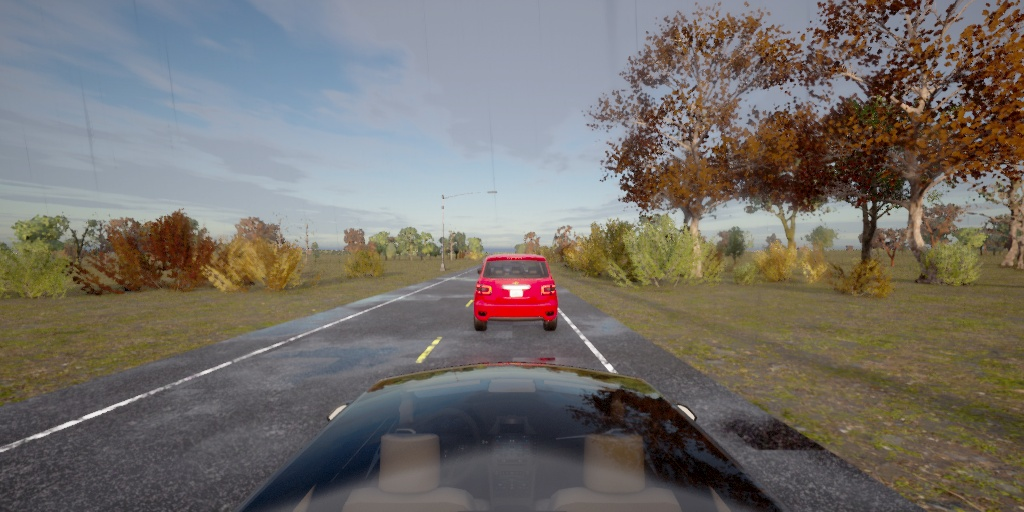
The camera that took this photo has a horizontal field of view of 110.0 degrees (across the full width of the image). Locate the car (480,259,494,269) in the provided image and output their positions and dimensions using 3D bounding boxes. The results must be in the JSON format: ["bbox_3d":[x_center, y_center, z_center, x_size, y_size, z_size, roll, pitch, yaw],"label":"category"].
[{"bbox_3d":[-3.970,1.193,58.042,1.882,1.535,5.008,0,0,-1],"label":"car"}]

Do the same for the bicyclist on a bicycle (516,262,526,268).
[{"bbox_3d":[0.850,1.101,30.253,0.659,1.776,1.843,0,0,0],"label":"bicyclist on a bicycle"}]

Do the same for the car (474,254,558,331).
[{"bbox_3d":[0.075,0.965,11.074,2.150,2.045,5.566,0,0,-1],"label":"car"}]
